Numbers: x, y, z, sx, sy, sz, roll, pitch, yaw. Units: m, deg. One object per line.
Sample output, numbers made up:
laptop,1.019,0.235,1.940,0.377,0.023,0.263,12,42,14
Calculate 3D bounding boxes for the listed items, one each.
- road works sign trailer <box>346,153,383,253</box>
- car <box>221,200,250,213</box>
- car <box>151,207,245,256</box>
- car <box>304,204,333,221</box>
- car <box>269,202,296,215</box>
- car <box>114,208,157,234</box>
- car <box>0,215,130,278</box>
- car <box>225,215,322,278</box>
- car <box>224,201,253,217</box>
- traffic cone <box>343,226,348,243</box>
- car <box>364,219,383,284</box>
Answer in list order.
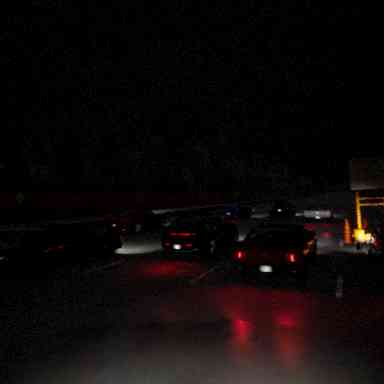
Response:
road works sign trailer,7.282,0.322,12.616,2.380,3.560,2.880,-4,-3,22
car,5.568,1.783,41.771,2.033,1.411,5.357,-2,-1,25
car,0.483,1.621,13.757,1.837,1.490,4.892,-2,0,25
car,10.195,1.572,26.615,1.895,1.301,4.718,-2,-1,25
car,8.688,1.623,31.736,1.994,1.385,4.181,-2,-1,25
car,-3.543,1.775,21.794,1.882,1.535,5.008,-2,0,25
car,-4.571,1.774,11.098,2.033,1.411,5.357,-2,-1,24
car,2.760,1.622,10.313,1.895,1.301,4.718,-2,-1,25
car,4.079,1.645,30.075,1.882,1.535,5.008,-2,0,25
traffic cone,6.789,1.907,14.515,0.340,0.580,0.340,-2,-1,25
car,5.940,1.396,8.929,1.837,1.490,4.892,-2,2,23
